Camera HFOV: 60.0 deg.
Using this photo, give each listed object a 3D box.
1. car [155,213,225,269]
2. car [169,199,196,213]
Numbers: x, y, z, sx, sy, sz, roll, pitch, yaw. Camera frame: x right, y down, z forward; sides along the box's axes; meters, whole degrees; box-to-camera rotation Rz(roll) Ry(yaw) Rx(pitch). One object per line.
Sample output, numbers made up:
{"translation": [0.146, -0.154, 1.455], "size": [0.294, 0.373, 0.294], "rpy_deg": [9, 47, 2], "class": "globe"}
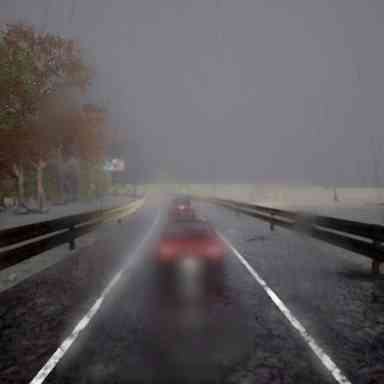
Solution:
{"translation": [-0.091, 1.585, 11.000], "size": [1.895, 1.301, 4.718], "rpy_deg": [0, 0, -1], "class": "car"}
{"translation": [-0.850, 1.319, 27.475], "size": [2.097, 1.767, 4.553], "rpy_deg": [0, 0, -4], "class": "car"}
